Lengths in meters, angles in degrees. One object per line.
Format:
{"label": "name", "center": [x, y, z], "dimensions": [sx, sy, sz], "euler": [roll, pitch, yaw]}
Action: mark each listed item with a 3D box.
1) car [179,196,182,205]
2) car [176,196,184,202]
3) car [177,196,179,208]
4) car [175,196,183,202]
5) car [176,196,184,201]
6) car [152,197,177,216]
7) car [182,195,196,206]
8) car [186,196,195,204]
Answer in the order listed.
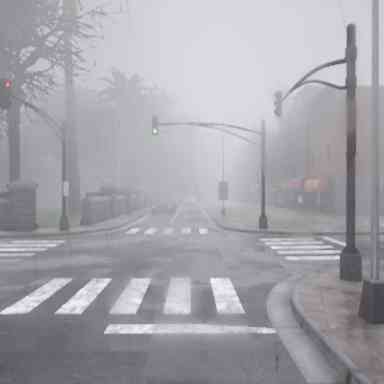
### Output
{"label": "car", "center": [-2.885, 1.611, 49.497], "dimensions": [1.802, 1.307, 4.206], "euler": [0, 0, 0]}
{"label": "car", "center": [-3.054, 1.703, 83.628], "dimensions": [1.887, 1.381, 4.507], "euler": [0, 0, 0]}
{"label": "car", "center": [-2.828, 1.445, 38.119], "dimensions": [1.967, 1.590, 4.097], "euler": [0, 0, 0]}
{"label": "car", "center": [-3.026, 1.677, 77.939], "dimensions": [1.887, 1.381, 4.507], "euler": [0, 0, 0]}
{"label": "car", "center": [-3.083, 1.738, 89.317], "dimensions": [2.008, 1.369, 4.403], "euler": [-1, 0, 0]}
{"label": "car", "center": [-2.800, 1.437, 32.431], "dimensions": [1.967, 1.590, 4.097], "euler": [0, 0, 0]}
{"label": "car", "center": [-0.279, 1.577, 56.969], "dimensions": [1.812, 1.442, 4.674], "euler": [0, 0, 0]}
{"label": "car", "center": [-0.329, 1.612, 66.973], "dimensions": [1.812, 1.442, 4.674], "euler": [0, 0, 0]}
